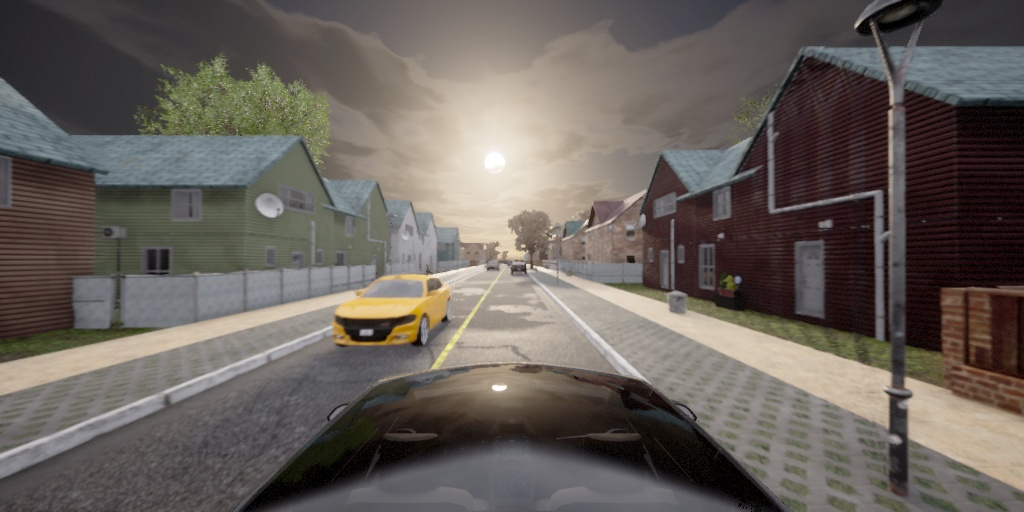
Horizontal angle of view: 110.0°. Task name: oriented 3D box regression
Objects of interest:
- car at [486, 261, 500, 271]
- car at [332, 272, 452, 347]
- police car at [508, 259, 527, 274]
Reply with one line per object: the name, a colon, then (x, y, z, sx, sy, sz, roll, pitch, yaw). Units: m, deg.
car: (-2.808, 1.470, 53.510, 1.837, 1.490, 4.892, 0, 0, 0)
car: (-2.850, 1.233, 9.525, 1.882, 1.535, 5.008, 0, 0, 0)
police car: (0.823, 1.326, 43.277, 1.930, 1.638, 5.238, 0, 0, 0)
